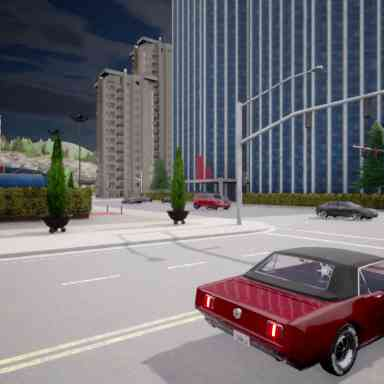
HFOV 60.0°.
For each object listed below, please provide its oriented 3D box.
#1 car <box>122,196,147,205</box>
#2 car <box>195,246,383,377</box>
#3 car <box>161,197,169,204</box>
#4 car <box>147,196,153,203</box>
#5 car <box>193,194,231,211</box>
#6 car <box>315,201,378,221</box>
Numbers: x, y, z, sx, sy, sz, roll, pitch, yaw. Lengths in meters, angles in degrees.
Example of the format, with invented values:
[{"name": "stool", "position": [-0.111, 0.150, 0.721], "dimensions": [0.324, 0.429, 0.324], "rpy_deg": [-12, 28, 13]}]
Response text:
[{"name": "car", "position": [-10.711, 1.548, 59.457], "dimensions": [2.033, 1.411, 5.357], "rpy_deg": [0, 0, -35]}, {"name": "car", "position": [2.459, 1.601, 5.564], "dimensions": [4.718, 1.301, 1.895], "rpy_deg": [0, 0, -35]}, {"name": "car", "position": [-3.983, 1.491, 62.332], "dimensions": [2.128, 1.511, 4.902], "rpy_deg": [0, 0, -36]}, {"name": "car", "position": [-10.155, 1.511, 70.722], "dimensions": [2.128, 1.511, 4.902], "rpy_deg": [0, 0, -36]}, {"name": "car", "position": [2.376, 1.222, 41.349], "dimensions": [2.150, 2.045, 5.566], "rpy_deg": [0, 0, -36]}, {"name": "car", "position": [12.600, 1.505, 27.351], "dimensions": [1.837, 1.490, 4.892], "rpy_deg": [0, 0, -36]}]
